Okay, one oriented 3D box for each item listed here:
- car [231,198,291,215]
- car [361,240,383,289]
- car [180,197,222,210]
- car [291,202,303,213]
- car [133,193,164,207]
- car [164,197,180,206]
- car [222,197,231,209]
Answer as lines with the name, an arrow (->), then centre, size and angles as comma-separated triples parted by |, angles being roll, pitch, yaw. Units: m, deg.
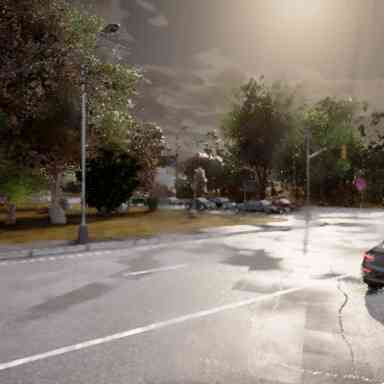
car -> 6.861, 1.491, 33.710 | 2.033, 1.411, 5.357 | 0, 0, -39
car -> 5.774, 1.514, 7.777 | 4.674, 1.442, 1.812 | 0, 0, -35
car -> 1.019, 1.449, 41.139 | 1.837, 1.490, 4.892 | 0, 0, -38
car -> 9.554, 1.412, 35.949 | 1.882, 1.535, 5.008 | 0, 0, -38
car -> -7.086, 1.163, 51.461 | 2.150, 2.045, 5.566 | 0, 0, -38
car -> -3.277, 1.482, 52.271 | 2.033, 1.411, 5.357 | 0, 0, -38
car -> 3.772, 1.426, 43.300 | 2.128, 1.511, 4.902 | 0, 0, -38
